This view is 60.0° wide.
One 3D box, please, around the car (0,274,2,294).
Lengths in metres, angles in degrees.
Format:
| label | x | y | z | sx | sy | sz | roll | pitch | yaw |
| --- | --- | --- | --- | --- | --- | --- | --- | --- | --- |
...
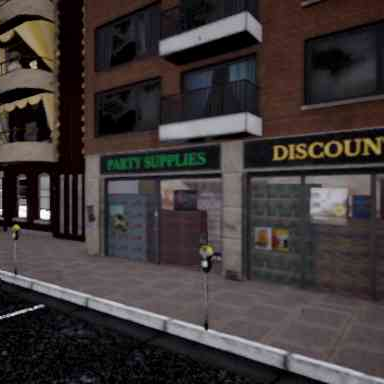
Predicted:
| label | x | y | z | sx | sy | sz | roll | pitch | yaw |
| --- | --- | --- | --- | --- | --- | --- | --- | --- | --- |
| car | -5.474 | 1.577 | 6.778 | 4.206 | 1.307 | 1.802 | 0 | 0 | 35 |
